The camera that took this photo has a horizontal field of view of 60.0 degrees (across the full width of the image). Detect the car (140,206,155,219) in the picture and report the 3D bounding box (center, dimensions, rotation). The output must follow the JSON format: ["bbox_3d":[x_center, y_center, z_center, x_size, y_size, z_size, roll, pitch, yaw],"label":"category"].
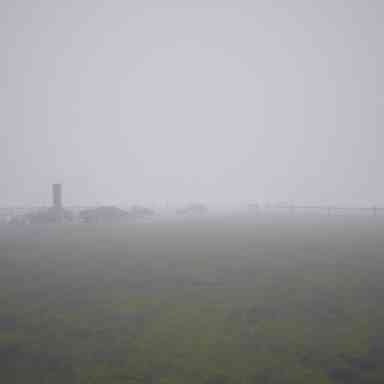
[{"bbox_3d":[-5.910,2.078,33.190,1.895,1.301,4.718,-2,-2,35],"label":"car"}]

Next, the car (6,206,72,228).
[{"bbox_3d":[-11.463,1.850,25.334,2.128,1.511,4.902,-2,-2,35],"label":"car"}]

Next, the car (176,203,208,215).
[{"bbox_3d":[0.043,2.082,41.603,1.882,1.535,5.008,-2,-2,35],"label":"car"}]

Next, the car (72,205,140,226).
[{"bbox_3d":[-6.813,1.845,26.804,1.837,1.490,4.892,-2,-2,35],"label":"car"}]

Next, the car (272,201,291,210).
[{"bbox_3d":[16.060,2.375,59.186,2.033,1.411,5.357,-2,-2,36],"label":"car"}]
